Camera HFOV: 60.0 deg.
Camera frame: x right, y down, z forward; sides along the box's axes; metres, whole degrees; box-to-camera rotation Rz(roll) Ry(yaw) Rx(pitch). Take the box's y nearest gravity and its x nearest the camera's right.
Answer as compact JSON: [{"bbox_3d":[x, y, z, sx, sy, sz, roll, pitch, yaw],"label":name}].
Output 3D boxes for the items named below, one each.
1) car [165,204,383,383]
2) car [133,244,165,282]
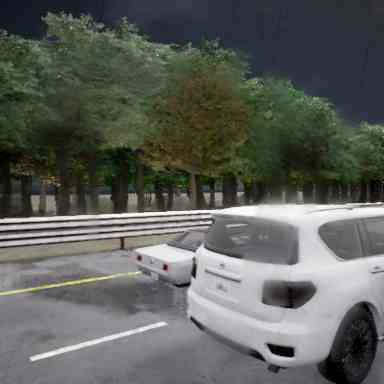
[{"bbox_3d":[2.538,1.216,5.553,5.566,2.045,2.150,0,0,-35],"label":"car"},{"bbox_3d":[0.971,1.593,8.733,4.718,1.301,1.895,0,0,-35],"label":"car"}]
